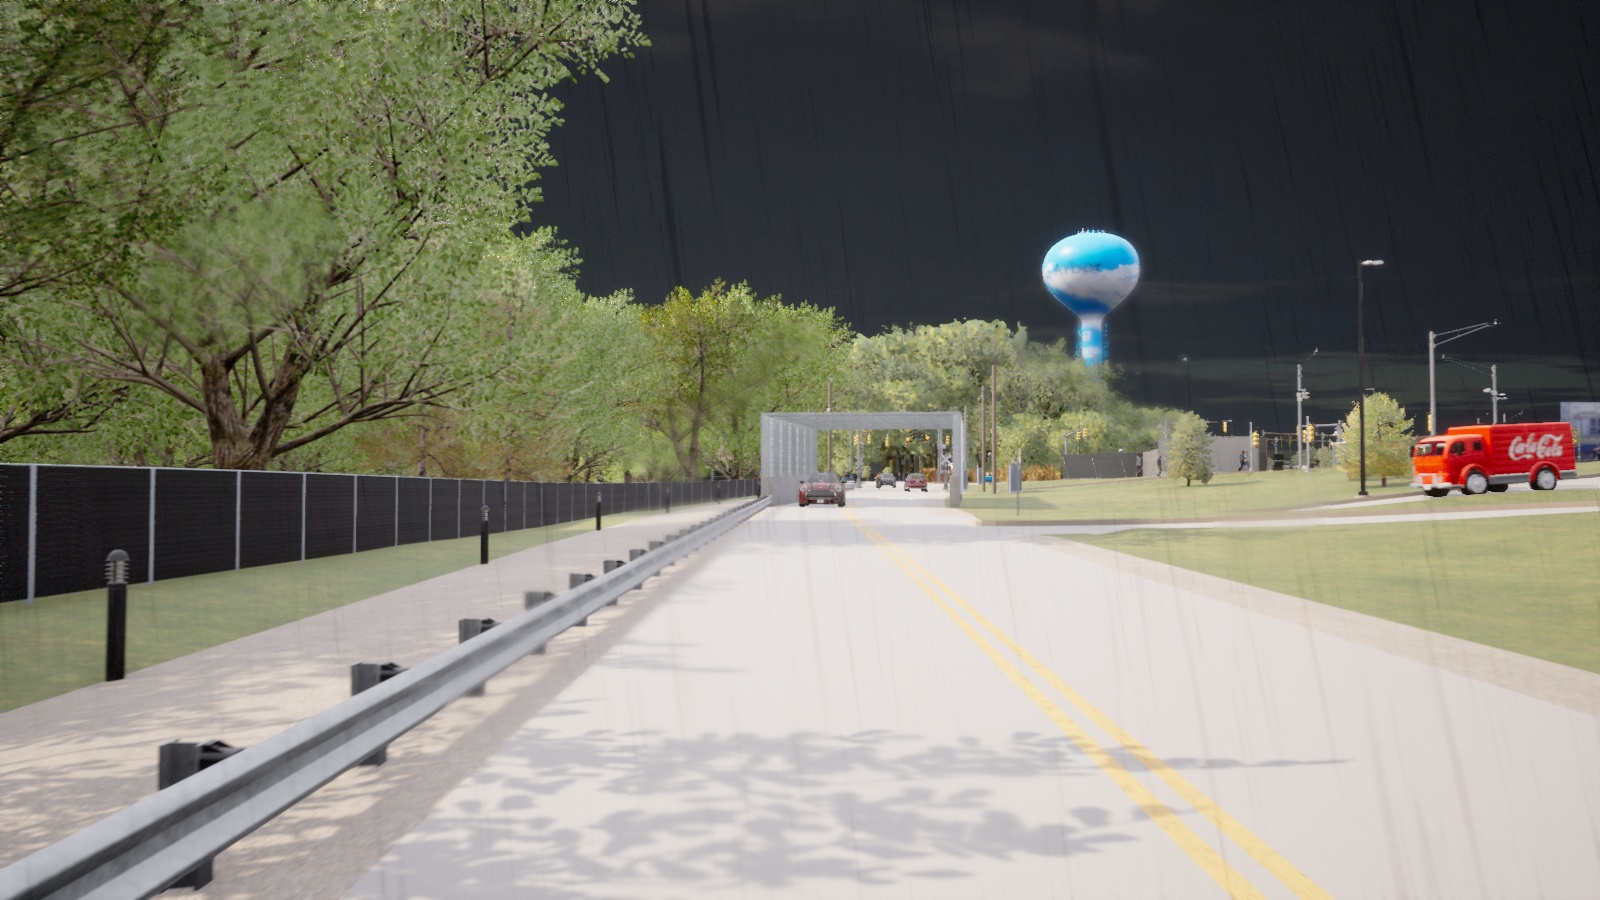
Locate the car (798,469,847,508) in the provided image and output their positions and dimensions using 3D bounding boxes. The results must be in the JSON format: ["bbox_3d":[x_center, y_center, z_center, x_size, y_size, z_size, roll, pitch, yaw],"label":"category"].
[{"bbox_3d":[1.108,1.803,59.670,2.097,1.767,4.553,0,-1,4],"label":"car"}]

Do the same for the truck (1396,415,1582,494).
[{"bbox_3d":[24.453,0.172,44.671,5.204,2.467,2.627,-3,-1,-13],"label":"truck"}]
